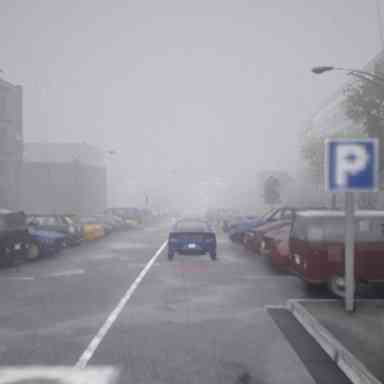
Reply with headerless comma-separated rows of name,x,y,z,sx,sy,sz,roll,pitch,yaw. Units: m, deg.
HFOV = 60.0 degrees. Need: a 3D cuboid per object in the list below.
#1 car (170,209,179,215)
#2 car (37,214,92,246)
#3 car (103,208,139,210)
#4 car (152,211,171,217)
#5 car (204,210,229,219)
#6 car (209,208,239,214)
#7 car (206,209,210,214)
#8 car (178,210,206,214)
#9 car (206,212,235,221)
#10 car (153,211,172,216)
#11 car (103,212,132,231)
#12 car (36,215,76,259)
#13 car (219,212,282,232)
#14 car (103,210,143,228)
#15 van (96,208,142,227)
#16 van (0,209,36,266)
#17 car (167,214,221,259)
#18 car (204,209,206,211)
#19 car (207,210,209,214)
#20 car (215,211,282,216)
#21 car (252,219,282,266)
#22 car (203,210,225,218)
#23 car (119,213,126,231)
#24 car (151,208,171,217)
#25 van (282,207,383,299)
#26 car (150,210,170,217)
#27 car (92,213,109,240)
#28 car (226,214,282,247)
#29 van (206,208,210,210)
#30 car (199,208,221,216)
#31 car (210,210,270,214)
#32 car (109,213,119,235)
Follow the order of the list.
car,-2.985,4.737,69.851,1.837,1.490,4.892,0,-3,0
car,-7.645,1.872,16.283,4.553,1.767,2.185,0,-3,0
car,-7.701,2.596,33.016,5.566,2.045,2.435,0,-3,0
car,-7.659,5.527,84.980,4.674,1.452,2.002,0,-3,0
car,4.633,4.293,63.974,4.553,1.767,2.185,0,-3,0
car,4.626,3.018,38.866,4.553,1.767,2.185,0,-3,0
car,4.666,3.428,44.438,4.892,1.521,2.231,0,-3,0
car,0.011,2.669,29.542,1.882,1.535,5.008,0,-3,0
car,4.659,4.034,55.596,4.674,1.452,2.002,0,-3,0
car,-7.690,5.665,87.916,4.792,1.488,2.163,0,-3,0
car,-7.672,2.604,27.427,4.674,1.452,2.002,0,-3,0
car,-7.682,1.861,13.490,5.008,1.535,2.097,0,-2,0
car,4.685,2.465,24.906,4.792,1.488,2.163,0,-3,0
car,-7.488,2.709,30.342,5.366,1.575,1.946,0,-3,0
van,-7.789,2.763,35.803,4.442,1.987,1.878,0,-3,0
van,-7.794,1.518,10.727,4.442,1.987,1.878,0,-2,0
car,0.008,1.910,14.525,1.882,1.535,5.008,0,-3,0
car,4.656,3.717,50.143,5.008,1.535,2.097,0,-3,0
car,4.653,3.286,41.647,4.892,1.521,2.231,0,-3,0
car,4.842,2.574,27.698,5.366,1.575,1.946,0,-3,0
car,4.682,1.782,10.976,4.792,1.488,2.163,0,-2,0
car,4.697,4.718,72.344,4.553,1.767,2.185,0,-3,0
car,-7.671,2.469,24.763,4.674,1.452,2.002,0,-3,0
car,-7.692,4.789,76.192,5.566,2.045,2.435,0,-3,0
van,4.769,1.428,8.200,4.442,1.987,1.878,0,-2,0
car,-7.632,5.057,78.995,4.553,1.767,2.185,0,-3,0
car,-7.861,2.143,19.192,5.366,1.575,1.946,0,-3,0
car,4.625,2.181,19.326,4.792,1.488,2.163,0,-3,0
van,4.543,3.343,47.239,4.442,1.987,1.878,0,-3,0
car,4.640,5.301,86.301,5.566,2.045,2.435,0,-3,0
car,4.843,2.857,33.278,5.366,1.575,1.946,0,-3,0
car,-7.646,2.317,21.978,4.792,1.488,2.163,0,-3,0
